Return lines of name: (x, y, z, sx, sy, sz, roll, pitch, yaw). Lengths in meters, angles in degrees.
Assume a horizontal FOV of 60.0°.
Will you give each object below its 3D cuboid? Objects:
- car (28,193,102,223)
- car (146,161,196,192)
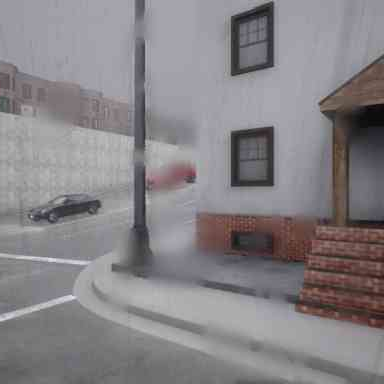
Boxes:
car: (-7.849, 0.873, 20.868, 1.812, 1.442, 4.674, 0, 7, 35)
car: (-1.885, -1.386, 29.391, 2.150, 2.045, 5.566, 0, 13, 35)
